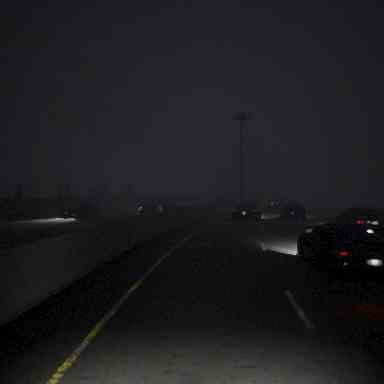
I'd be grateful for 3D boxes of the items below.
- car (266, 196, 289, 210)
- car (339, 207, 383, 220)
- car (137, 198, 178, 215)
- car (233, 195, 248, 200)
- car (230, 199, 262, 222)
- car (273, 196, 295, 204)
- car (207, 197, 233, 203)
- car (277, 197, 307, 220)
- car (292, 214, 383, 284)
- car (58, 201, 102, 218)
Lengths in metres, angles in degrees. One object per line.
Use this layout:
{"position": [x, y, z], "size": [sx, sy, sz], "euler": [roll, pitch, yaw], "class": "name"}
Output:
{"position": [10.620, 1.456, 41.676], "size": [2.163, 1.488, 4.792], "euler": [0, 0, 27], "class": "car"}
{"position": [9.385, 1.540, 18.430], "size": [2.033, 1.411, 5.357], "euler": [0, 0, 13], "class": "car"}
{"position": [-2.754, 1.292, 27.583], "size": [2.097, 1.767, 4.553], "euler": [0, 0, 17], "class": "car"}
{"position": [9.374, 1.395, 65.877], "size": [1.837, 1.490, 4.892], "euler": [0, 1, 37], "class": "car"}
{"position": [4.390, 1.527, 26.369], "size": [1.994, 1.385, 4.181], "euler": [0, 0, 16], "class": "car"}
{"position": [18.077, 1.482, 65.431], "size": [2.033, 1.411, 5.357], "euler": [0, 0, 41], "class": "car"}
{"position": [4.137, 1.515, 52.065], "size": [1.895, 1.301, 4.718], "euler": [0, 0, 31], "class": "car"}
{"position": [8.257, 1.451, 27.106], "size": [1.882, 1.535, 5.008], "euler": [0, 0, 18], "class": "car"}
{"position": [4.359, 1.559, 9.522], "size": [1.994, 1.385, 4.181], "euler": [0, 0, 6], "class": "car"}
{"position": [-9.656, 1.482, 28.871], "size": [1.994, 1.385, 4.181], "euler": [0, 0, 16], "class": "car"}
